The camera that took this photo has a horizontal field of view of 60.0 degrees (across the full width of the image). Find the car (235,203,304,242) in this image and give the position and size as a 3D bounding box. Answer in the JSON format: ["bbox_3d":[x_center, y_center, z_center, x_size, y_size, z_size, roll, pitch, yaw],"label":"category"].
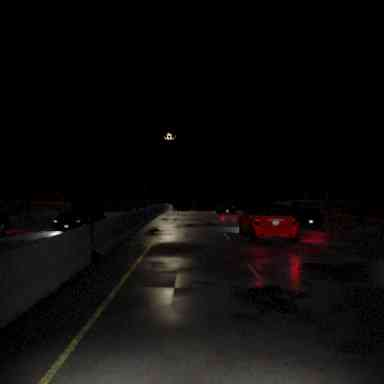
[{"bbox_3d":[3.603,1.356,16.410,2.097,1.767,4.553,0,0,0],"label":"car"}]

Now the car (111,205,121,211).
[{"bbox_3d":[-14.035,3.099,59.605,1.994,1.385,4.181,0,-6,1],"label":"car"}]

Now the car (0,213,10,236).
[{"bbox_3d":[-10.597,1.482,15.578,1.882,1.535,5.008,0,0,0],"label":"car"}]

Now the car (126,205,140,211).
[{"bbox_3d":[-10.537,3.009,59.570,1.882,1.535,5.008,0,-6,1],"label":"car"}]

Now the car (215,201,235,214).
[{"bbox_3d":[3.606,1.656,36.060,1.895,1.301,4.718,0,-1,0],"label":"car"}]

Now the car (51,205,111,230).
[{"bbox_3d":[-7.096,1.553,21.431,2.033,1.411,5.357,0,0,0],"label":"car"}]

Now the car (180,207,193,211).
[{"bbox_3d":[-1.214,3.736,66.191,1.837,1.490,4.892,0,-6,0],"label":"car"}]

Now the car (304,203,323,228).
[{"bbox_3d":[7.104,1.511,22.256,1.837,1.490,4.892,0,0,0],"label":"car"}]
